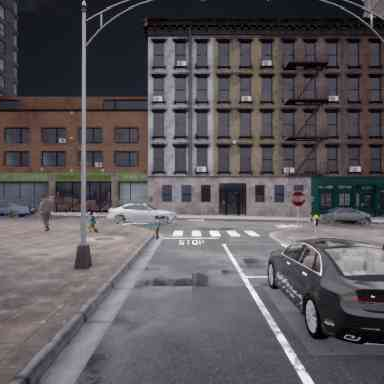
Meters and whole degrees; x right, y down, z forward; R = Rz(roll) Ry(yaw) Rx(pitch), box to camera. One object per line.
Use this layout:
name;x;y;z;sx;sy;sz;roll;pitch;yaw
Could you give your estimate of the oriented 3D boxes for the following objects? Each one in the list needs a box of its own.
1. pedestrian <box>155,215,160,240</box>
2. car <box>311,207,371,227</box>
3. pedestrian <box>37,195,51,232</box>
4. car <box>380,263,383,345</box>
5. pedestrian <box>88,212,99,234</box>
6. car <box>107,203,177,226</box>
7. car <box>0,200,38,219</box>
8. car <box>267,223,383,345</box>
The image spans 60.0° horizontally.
pedestrian;-1.648;1.676;15.663;0.500;1.100;0.500;0;0;0
car;11.340;1.860;25.433;4.181;1.385;1.994;1;0;0
pedestrian;-7.440;1.049;16.867;0.375;1.860;0.375;0;0;0
car;2.644;1.440;0.845;1.967;1.590;4.097;0;0;0
pedestrian;-4.838;1.500;16.260;0.500;1.100;0.500;0;0;0
car;-3.366;1.477;22.533;4.674;1.442;1.812;1;0;0
car;-14.757;1.305;25.522;5.357;1.411;2.033;1;0;0
car;2.638;1.552;6.349;2.008;1.369;4.403;0;0;0
